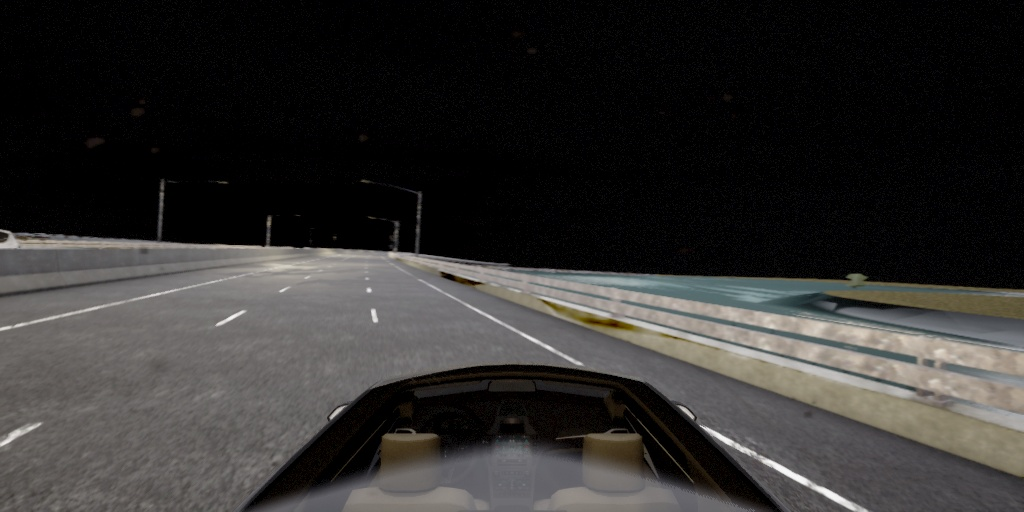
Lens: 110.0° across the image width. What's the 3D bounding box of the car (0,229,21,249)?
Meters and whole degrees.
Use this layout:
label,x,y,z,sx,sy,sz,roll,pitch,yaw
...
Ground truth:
label,x,y,z,sx,sy,sz,roll,pitch,yaw
car,-22.526,-0.204,13.901,2.150,2.045,5.566,3,0,-22
